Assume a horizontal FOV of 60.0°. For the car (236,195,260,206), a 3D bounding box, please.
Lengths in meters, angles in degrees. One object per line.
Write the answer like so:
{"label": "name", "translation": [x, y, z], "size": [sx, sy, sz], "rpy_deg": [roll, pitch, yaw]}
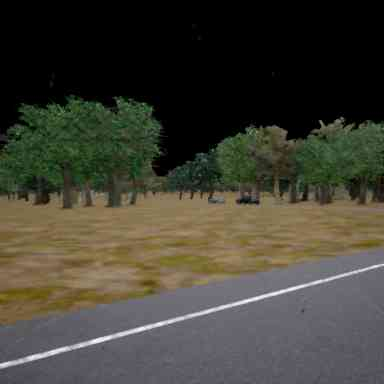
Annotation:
{"label": "car", "translation": [11.253, 1.698, 67.191], "size": [2.150, 2.045, 5.566], "rpy_deg": [2, -3, -34]}

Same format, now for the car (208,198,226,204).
{"label": "car", "translation": [5.617, 2.029, 75.386], "size": [2.128, 1.511, 4.902], "rpy_deg": [2, -2, -34]}
